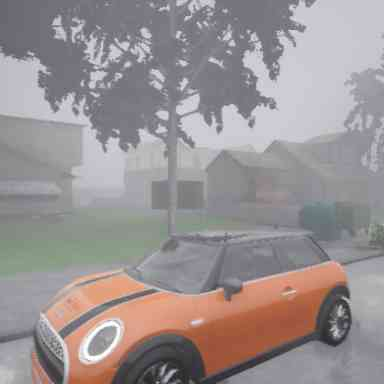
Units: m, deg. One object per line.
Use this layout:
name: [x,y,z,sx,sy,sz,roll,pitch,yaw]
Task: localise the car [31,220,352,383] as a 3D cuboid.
car: [0.243,1.356,4.771,4.553,1.767,2.097,0,0,-35]
